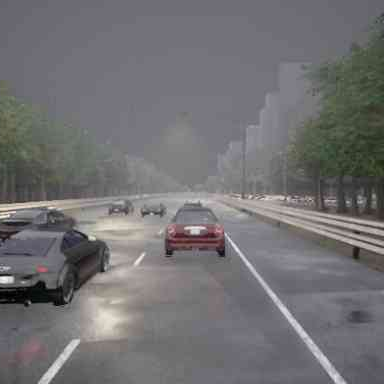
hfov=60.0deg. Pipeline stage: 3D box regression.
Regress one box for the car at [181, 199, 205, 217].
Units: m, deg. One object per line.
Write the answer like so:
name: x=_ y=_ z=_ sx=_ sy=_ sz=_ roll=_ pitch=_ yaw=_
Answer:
car: x=0.108 y=1.442 z=31.567 sx=2.128 sy=1.511 sz=4.902 roll=0 pitch=0 yaw=0

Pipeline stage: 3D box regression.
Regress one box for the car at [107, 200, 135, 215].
car: x=-6.893 y=1.472 z=32.651 sx=1.812 sy=1.442 sz=4.674 roll=0 pitch=0 yaw=0

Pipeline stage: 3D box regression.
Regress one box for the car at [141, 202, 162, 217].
car: x=-3.390 y=1.556 z=30.122 sx=1.895 sy=1.301 sz=4.718 roll=0 pitch=0 yaw=0

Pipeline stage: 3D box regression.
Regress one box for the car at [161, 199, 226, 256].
car: x=0.104 y=1.347 z=13.195 sx=2.097 sy=1.767 sz=4.553 roll=0 pitch=0 yaw=0

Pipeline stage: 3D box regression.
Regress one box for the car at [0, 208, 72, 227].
car: x=-6.895 y=1.499 z=15.346 sx=1.837 sy=1.490 sz=4.892 roll=0 pitch=0 yaw=0

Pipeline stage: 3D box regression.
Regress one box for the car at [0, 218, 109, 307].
car: x=-3.396 y=1.564 z=8.046 sx=1.994 sy=1.385 sz=4.181 roll=0 pitch=0 yaw=0

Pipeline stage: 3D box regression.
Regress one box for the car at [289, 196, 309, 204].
car: x=21.854 y=1.566 z=67.910 sx=2.128 sy=1.511 sz=4.902 roll=0 pitch=1 yaw=-39
